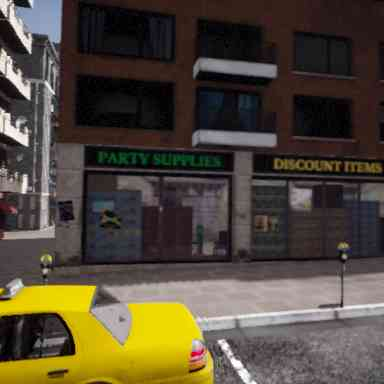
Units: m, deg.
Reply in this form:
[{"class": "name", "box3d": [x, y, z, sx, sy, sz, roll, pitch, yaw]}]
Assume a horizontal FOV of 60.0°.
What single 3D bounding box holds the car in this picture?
[{"class": "car", "box3d": [-2.219, 1.686, 3.609, 4.829, 1.417, 1.752, 0, 0, -11]}]
